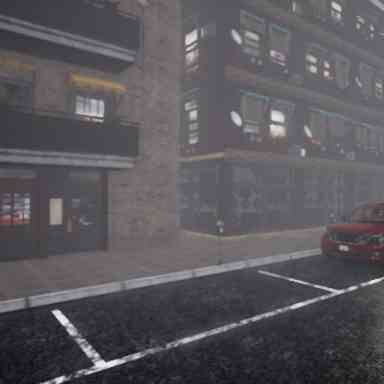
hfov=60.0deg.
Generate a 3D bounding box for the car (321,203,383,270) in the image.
[{"bbox_3d":[6.492,1.324,11.189,5.009,1.841,2.192,0,0,-36],"label":"car"}]
